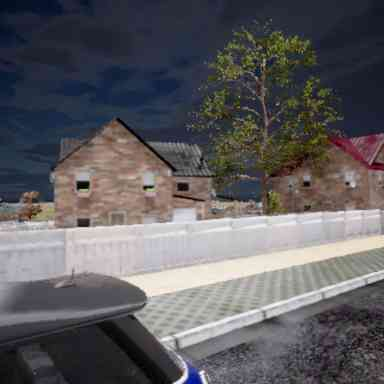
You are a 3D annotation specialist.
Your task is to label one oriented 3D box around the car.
[{"bbox_3d":[-1.974,1.415,1.506,4.553,1.767,2.097,0,-2,-37],"label":"car"}]
